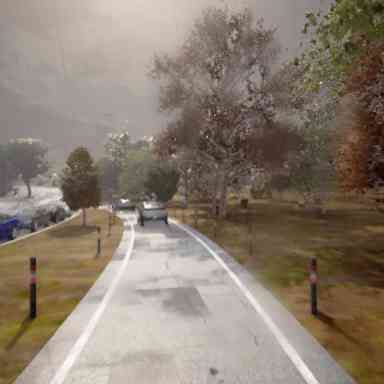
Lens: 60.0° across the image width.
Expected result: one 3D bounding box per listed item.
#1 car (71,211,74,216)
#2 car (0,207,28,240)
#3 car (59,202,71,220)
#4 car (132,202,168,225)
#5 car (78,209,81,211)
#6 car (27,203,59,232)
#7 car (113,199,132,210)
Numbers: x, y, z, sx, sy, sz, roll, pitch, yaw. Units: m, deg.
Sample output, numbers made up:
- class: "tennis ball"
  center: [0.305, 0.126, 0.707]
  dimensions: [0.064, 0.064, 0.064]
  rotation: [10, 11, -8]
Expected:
- class: "car"
  center: [-13.075, 1.779, 33.621]
  dimensions: [2.002, 1.452, 4.674]
  rotation: [0, 0, -13]
- class: "car"
  center: [-9.899, 1.702, 15.638]
  dimensions: [2.097, 1.535, 5.008]
  rotation: [0, 0, -6]
- class: "car"
  center: [-11.765, 1.735, 27.526]
  dimensions: [2.097, 1.535, 5.008]
  rotation: [0, -1, -11]
- class: "car"
  center: [-2.859, 1.423, 23.499]
  dimensions: [2.128, 1.511, 4.902]
  rotation: [-1, 0, -12]
- class: "car"
  center: [-15.793, 1.728, 43.799]
  dimensions: [2.097, 1.535, 5.008]
  rotation: [-2, 0, -15]
- class: "car"
  center: [-10.746, 1.712, 21.908]
  dimensions: [2.231, 1.521, 4.892]
  rotation: [0, 0, -8]
- class: "car"
  center: [-8.396, 1.485, 40.848]
  dimensions: [1.994, 1.385, 4.181]
  rotation: [-1, 0, -22]
